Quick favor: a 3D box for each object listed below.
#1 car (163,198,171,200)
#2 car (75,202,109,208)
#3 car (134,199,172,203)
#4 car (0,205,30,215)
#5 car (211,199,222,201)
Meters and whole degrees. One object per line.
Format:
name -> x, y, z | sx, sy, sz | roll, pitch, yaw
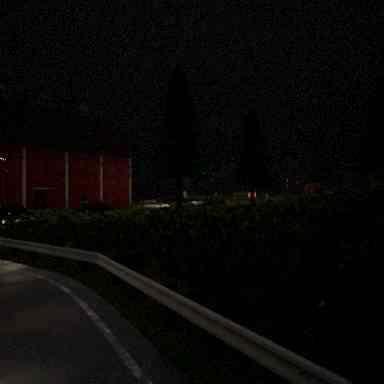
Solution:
car -> -7.319, 2.355, 89.798 | 1.816, 1.474, 4.193 | -1, -1, 38
car -> -11.775, 1.950, 39.991 | 1.882, 1.535, 5.008 | -1, -1, 38
car -> -5.592, 2.081, 47.818 | 1.895, 1.301, 4.718 | -1, -1, 38
car -> -18.005, 1.989, 32.060 | 1.812, 1.442, 4.674 | -1, -1, 38
car -> 4.425, 2.047, 60.365 | 2.033, 1.411, 5.357 | -1, -1, 38
